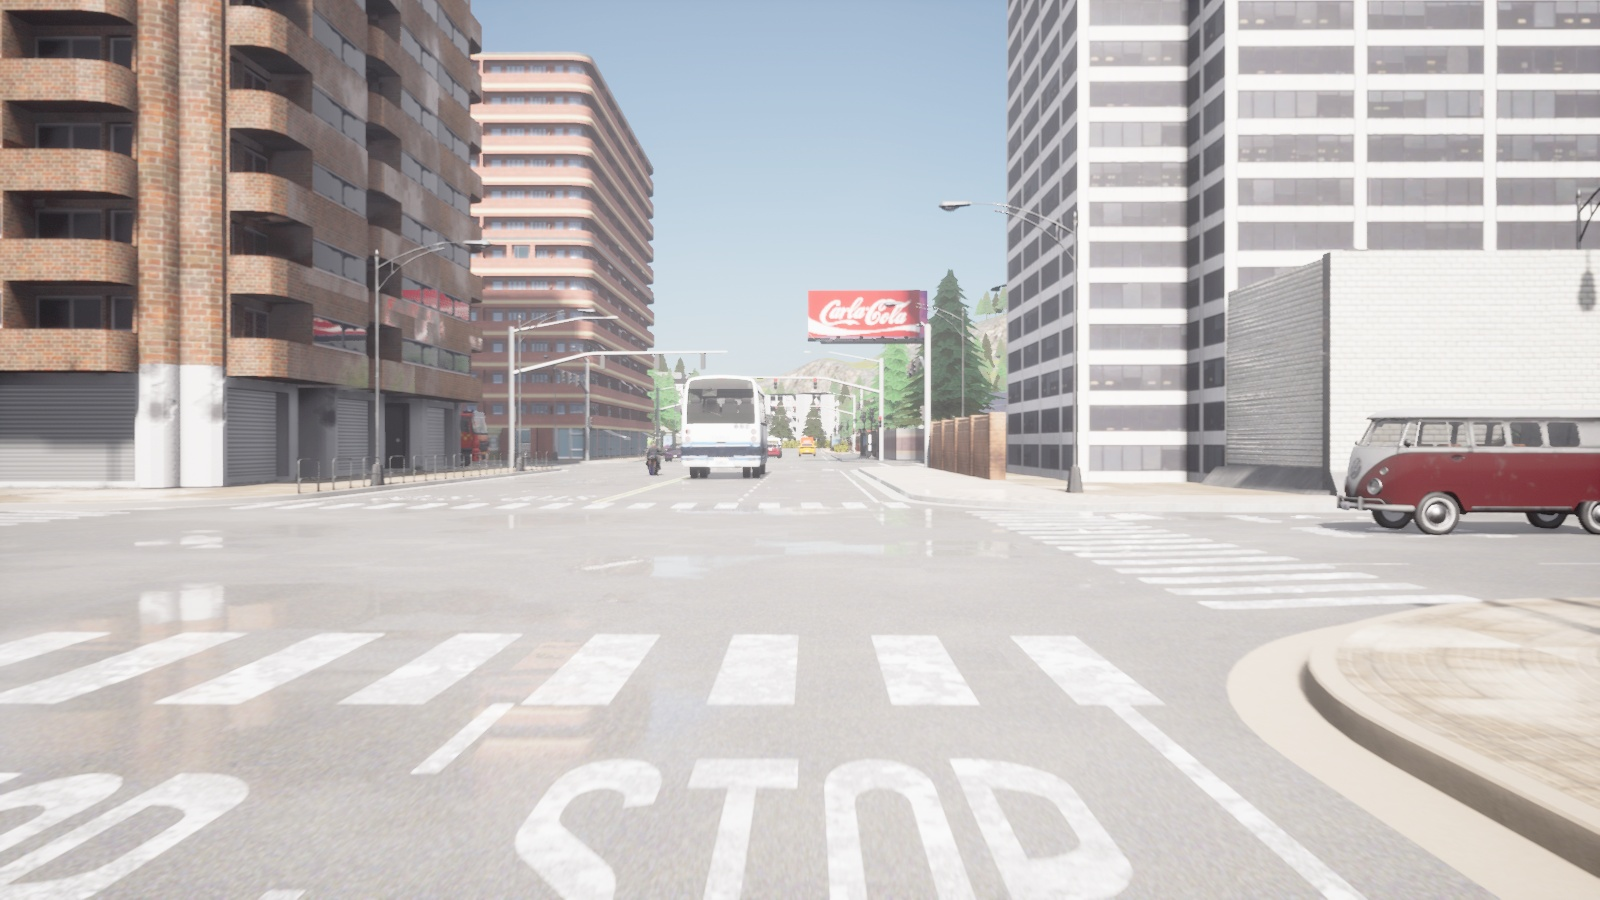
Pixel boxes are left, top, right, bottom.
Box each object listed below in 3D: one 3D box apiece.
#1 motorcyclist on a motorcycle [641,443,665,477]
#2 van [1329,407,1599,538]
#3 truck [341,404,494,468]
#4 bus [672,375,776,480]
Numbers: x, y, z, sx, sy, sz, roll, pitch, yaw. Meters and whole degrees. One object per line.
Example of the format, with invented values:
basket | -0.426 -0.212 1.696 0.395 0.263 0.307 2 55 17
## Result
motorcyclist on a motorcycle | -6.670 0.454 57.097 0.866 1.530 2.191 0 0 0
van | 11.034 0.342 20.003 4.442 1.987 1.775 0 0 0
truck | -23.277 -0.870 76.785 8.468 3.827 2.891 0 0 1
bus | -3.170 -0.948 56.012 3.944 4.253 10.273 0 0 0
